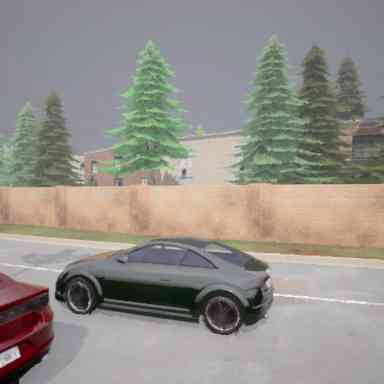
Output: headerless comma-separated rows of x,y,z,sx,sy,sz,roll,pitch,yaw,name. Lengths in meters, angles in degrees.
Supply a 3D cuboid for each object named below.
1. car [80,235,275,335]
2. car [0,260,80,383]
-0.531,1.564,6.534,4.181,1.385,1.994,0,0,20,car
-4.106,1.478,4.163,5.008,1.535,1.882,0,0,21,car
